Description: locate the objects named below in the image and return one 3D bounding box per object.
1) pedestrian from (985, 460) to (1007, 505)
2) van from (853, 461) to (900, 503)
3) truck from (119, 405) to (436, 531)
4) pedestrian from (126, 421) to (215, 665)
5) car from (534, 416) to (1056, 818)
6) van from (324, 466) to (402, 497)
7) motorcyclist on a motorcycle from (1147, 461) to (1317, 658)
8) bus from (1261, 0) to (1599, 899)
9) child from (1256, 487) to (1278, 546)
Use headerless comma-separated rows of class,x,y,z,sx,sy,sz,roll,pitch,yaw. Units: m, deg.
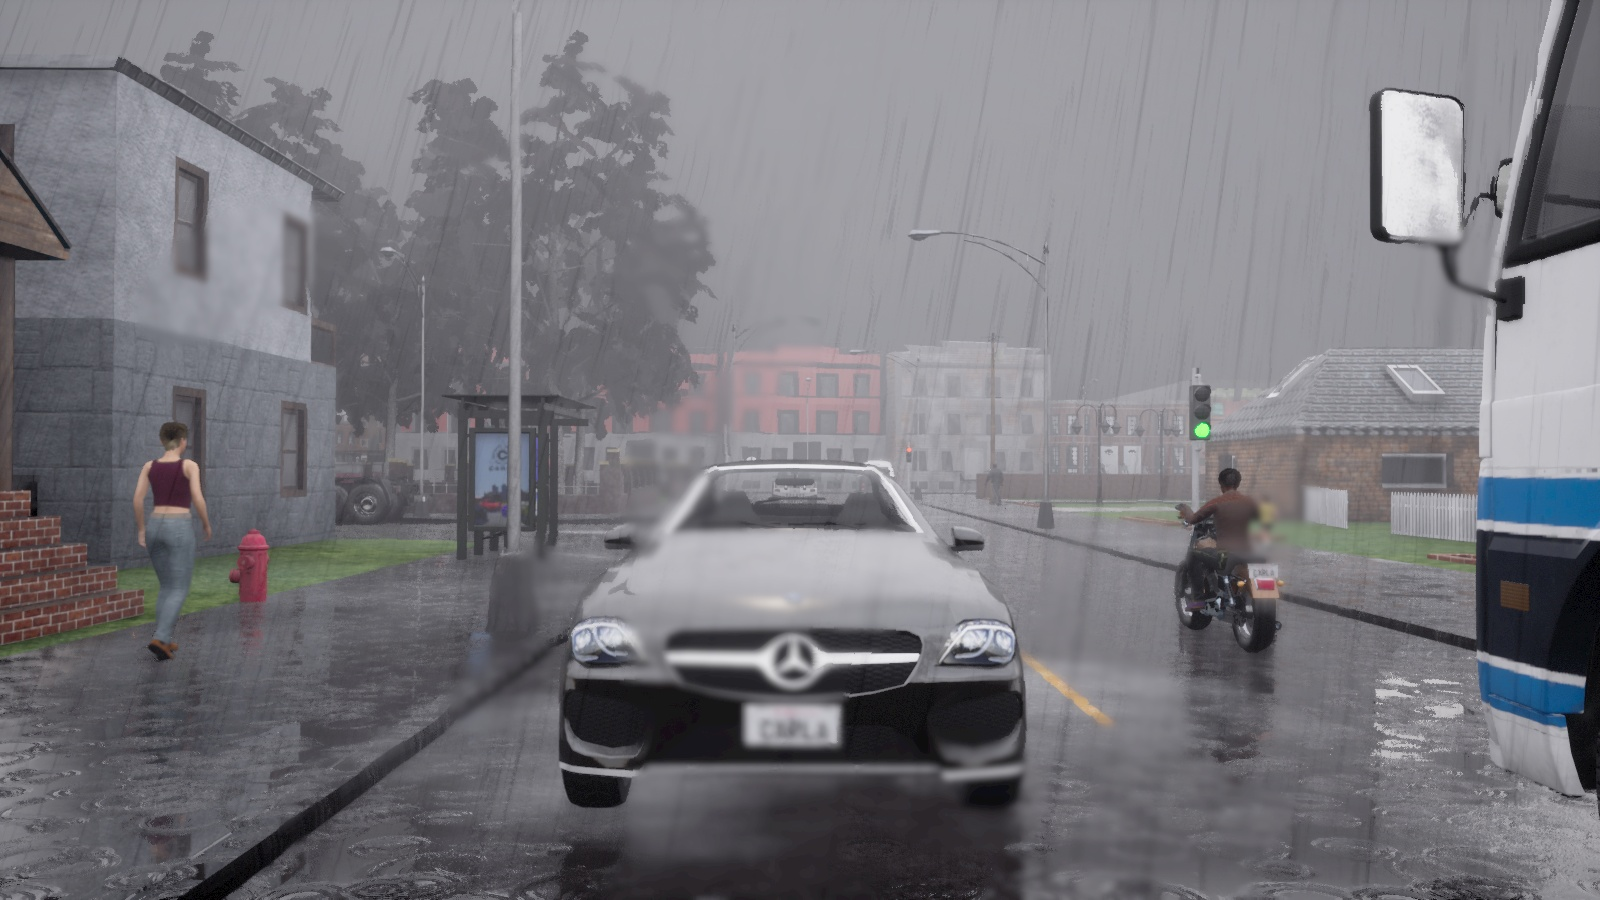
pedestrian,8.391,1.393,53.845,0.563,1.883,0.849,0,-1,-22
van,3.784,1.574,62.759,2.069,2.038,4.480,0,-1,0
truck,-14.878,0.500,36.276,7.936,3.462,2.891,0,-1,-4
pedestrian,-4.900,0.708,9.794,0.345,1.836,0.594,0,-1,6
car,-0.029,0.721,7.712,2.152,1.651,5.027,0,-1,0
van,-28.225,2.041,81.259,4.442,1.987,1.775,0,-1,0
motorcyclist on a motorcycle,3.954,0.946,11.737,0.766,1.649,2.350,0,-1,0
bus,3.998,-0.572,0.333,3.944,4.253,10.273,0,-1,0
child,8.892,1.269,23.922,0.255,1.110,0.394,0,-1,-2
